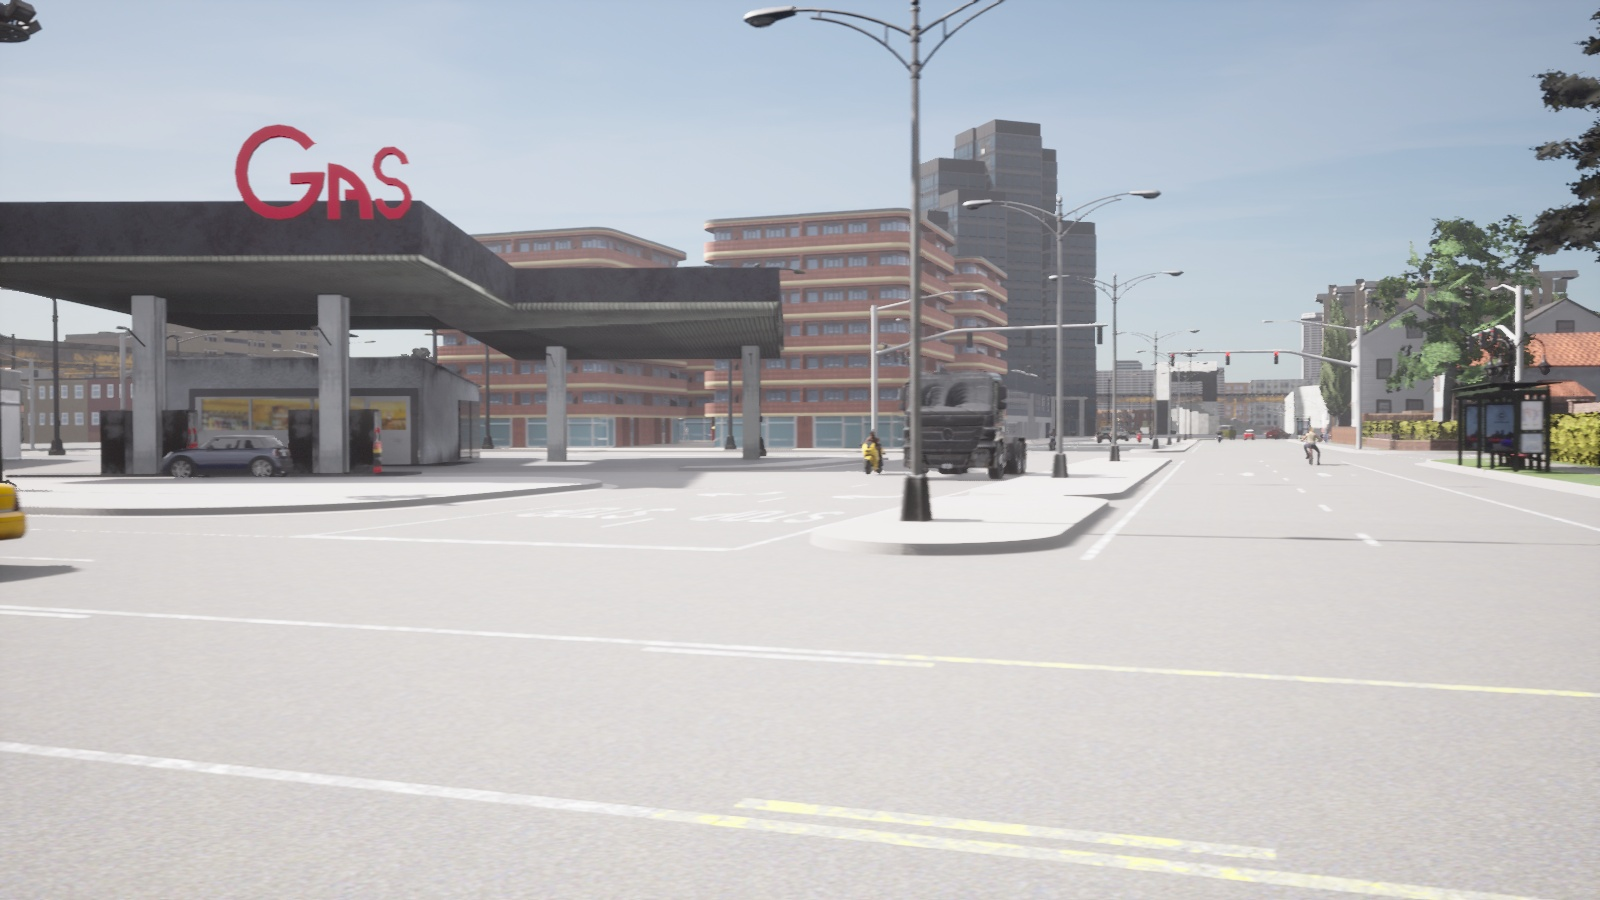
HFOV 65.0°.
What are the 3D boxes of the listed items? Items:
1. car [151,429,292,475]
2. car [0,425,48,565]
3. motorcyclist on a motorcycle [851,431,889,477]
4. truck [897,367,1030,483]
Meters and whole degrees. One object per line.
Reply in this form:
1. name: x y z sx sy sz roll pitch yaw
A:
1. car: -19.067 0.055 41.546 3.806 1.475 1.970 0 1 -6
2. car: -11.688 0.490 14.467 5.366 1.575 1.801 0 1 11
3. motorcyclist on a motorcycle: 2.431 0.125 43.247 0.797 1.523 2.044 1 1 18
4. truck: 5.609 -0.802 41.684 2.891 3.462 7.936 1 1 18
